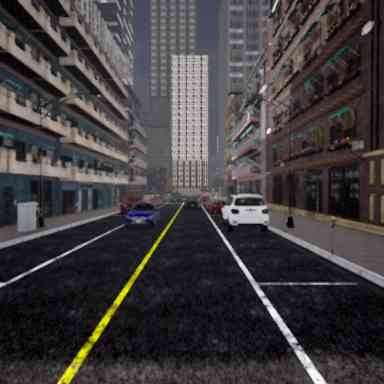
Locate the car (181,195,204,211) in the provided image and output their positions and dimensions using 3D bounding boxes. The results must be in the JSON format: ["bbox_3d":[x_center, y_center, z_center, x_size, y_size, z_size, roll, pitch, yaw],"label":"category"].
[{"bbox_3d":[0.068,1.417,38.477,1.994,1.385,4.181,0,0,0],"label":"car"}]

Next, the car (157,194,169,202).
[{"bbox_3d":[-5.690,1.194,66.045,1.967,1.590,4.097,-1,0,0],"label":"car"}]

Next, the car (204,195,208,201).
[{"bbox_3d":[2.688,1.404,38.413,2.008,1.369,4.403,-1,0,0],"label":"car"}]

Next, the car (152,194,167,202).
[{"bbox_3d":[-5.690,1.375,54.999,1.802,1.307,4.206,-1,0,0],"label":"car"}]

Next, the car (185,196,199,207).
[{"bbox_3d":[0.007,1.321,48.534,1.837,1.490,4.892,0,0,0],"label":"car"}]

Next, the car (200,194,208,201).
[{"bbox_3d":[2.693,1.240,77.247,1.752,1.417,4.829,-1,0,0],"label":"car"}]

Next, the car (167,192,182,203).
[{"bbox_3d":[-3.013,0.991,62.728,2.150,2.045,5.566,0,0,1],"label":"car"}]

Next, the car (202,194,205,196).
[{"bbox_3d":[2.692,1.298,66.031,1.887,1.381,4.507,-1,0,0],"label":"car"}]

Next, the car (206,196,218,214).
[{"bbox_3d":[2.688,1.418,32.890,1.887,1.381,4.507,-1,0,0],"label":"car"}]

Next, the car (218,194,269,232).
[{"bbox_3d":[3.003,1.148,19.675,2.150,2.045,5.566,0,0,0],"label":"car"}]

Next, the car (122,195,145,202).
[{"bbox_3d":[-5.696,1.189,32.903,2.192,1.841,5.009,-1,0,0],"label":"car"}]

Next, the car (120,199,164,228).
[{"bbox_3d":[-3.097,1.442,21.628,1.812,1.442,4.674,0,0,0],"label":"car"}]

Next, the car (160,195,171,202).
[{"bbox_3d":[-5.688,1.279,71.569,1.887,1.381,4.507,-1,0,0],"label":"car"}]
